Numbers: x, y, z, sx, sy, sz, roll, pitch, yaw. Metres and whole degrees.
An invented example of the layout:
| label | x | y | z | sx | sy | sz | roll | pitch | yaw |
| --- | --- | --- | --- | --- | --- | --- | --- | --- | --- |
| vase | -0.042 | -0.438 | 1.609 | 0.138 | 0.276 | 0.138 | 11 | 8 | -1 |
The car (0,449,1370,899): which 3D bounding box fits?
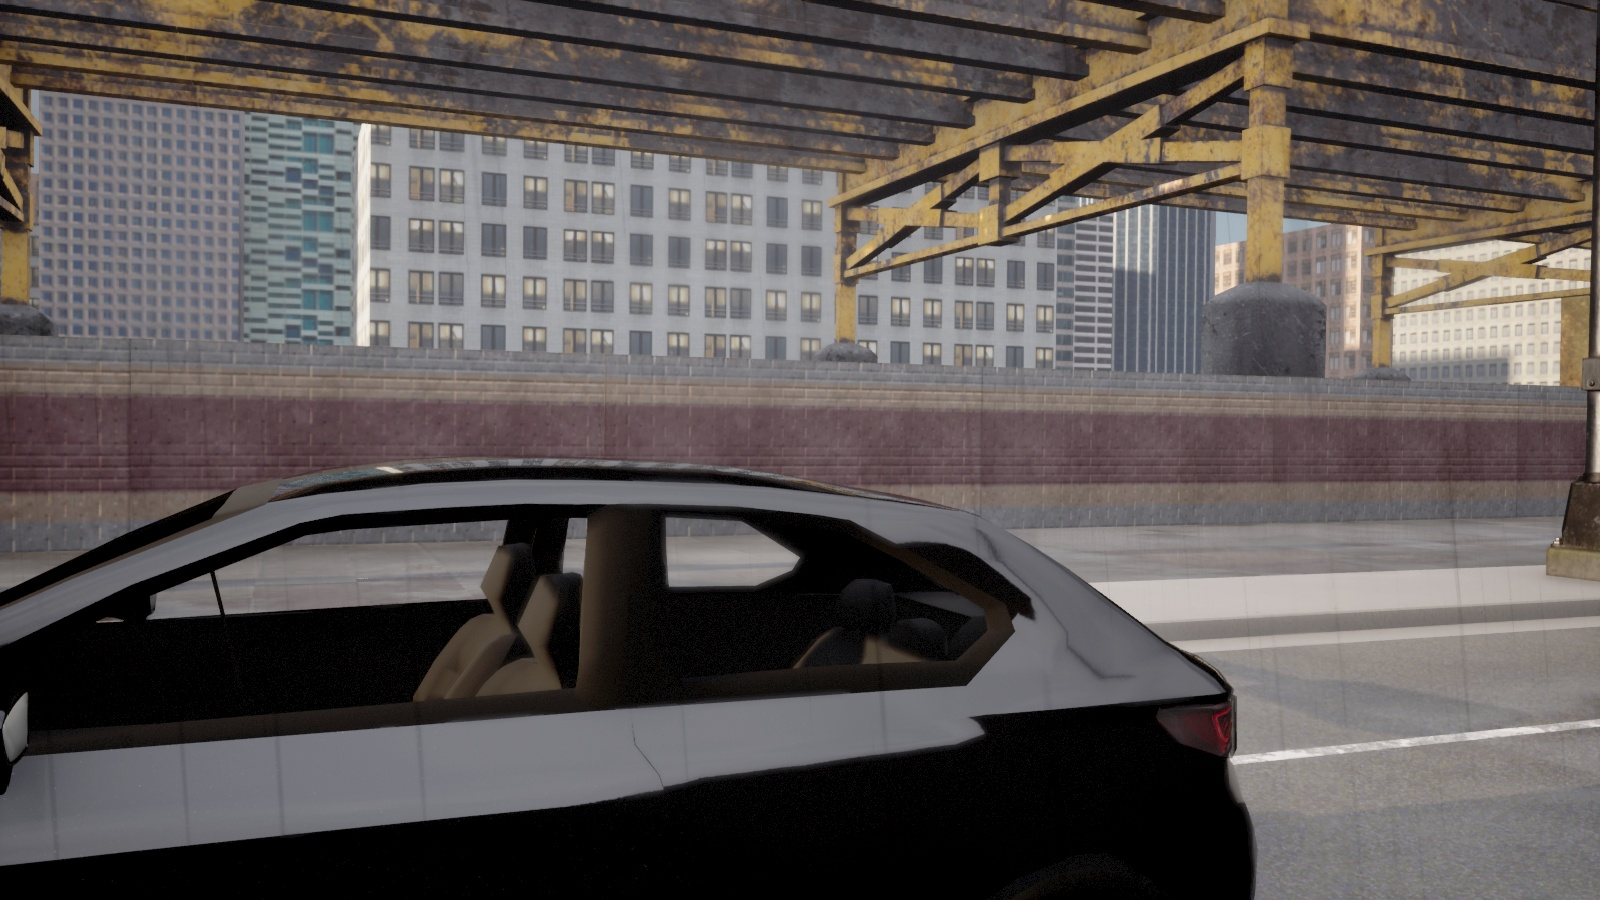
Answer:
| label | x | y | z | sx | sy | sz | roll | pitch | yaw |
| --- | --- | --- | --- | --- | --- | --- | --- | --- | --- |
| car | -1.042 | 0.777 | 2.843 | 4.193 | 1.474 | 1.816 | -1 | 1 | -21 |
